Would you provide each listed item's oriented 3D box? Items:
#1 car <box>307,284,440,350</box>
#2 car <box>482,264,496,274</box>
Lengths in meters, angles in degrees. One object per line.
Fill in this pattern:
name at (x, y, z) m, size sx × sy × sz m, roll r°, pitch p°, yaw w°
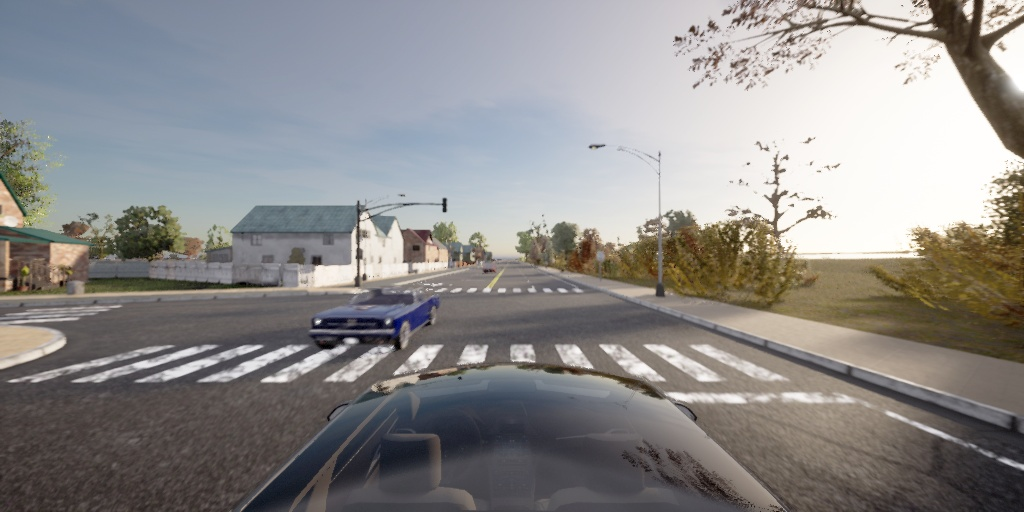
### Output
car at (-3.262, 1.451, 9.485) m, size 1.895 × 1.301 × 4.718 m, roll 0°, pitch -1°, yaw 0°
car at (-3.339, 1.879, 53.390) m, size 1.882 × 1.535 × 5.008 m, roll 0°, pitch 0°, yaw 0°
